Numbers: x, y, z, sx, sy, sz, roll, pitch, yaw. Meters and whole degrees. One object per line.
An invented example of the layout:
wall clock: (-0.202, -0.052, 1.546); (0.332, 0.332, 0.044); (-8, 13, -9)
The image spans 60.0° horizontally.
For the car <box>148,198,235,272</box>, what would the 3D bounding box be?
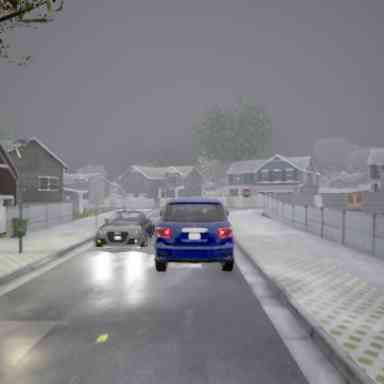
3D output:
car: (0.076, 1.210, 10.864); (2.150, 2.045, 5.566); (0, -1, 0)

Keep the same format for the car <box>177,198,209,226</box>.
car: (0.076, 1.338, 24.342); (2.097, 1.767, 4.553); (0, 0, 1)

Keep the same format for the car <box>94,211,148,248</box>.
car: (-2.834, 1.555, 14.651); (1.994, 1.385, 4.181); (0, 0, 0)
